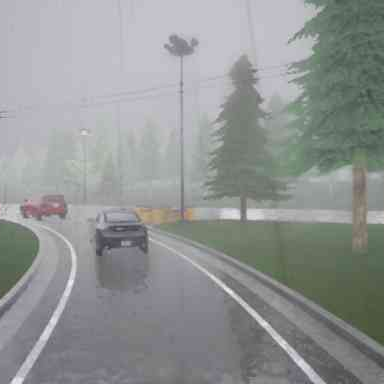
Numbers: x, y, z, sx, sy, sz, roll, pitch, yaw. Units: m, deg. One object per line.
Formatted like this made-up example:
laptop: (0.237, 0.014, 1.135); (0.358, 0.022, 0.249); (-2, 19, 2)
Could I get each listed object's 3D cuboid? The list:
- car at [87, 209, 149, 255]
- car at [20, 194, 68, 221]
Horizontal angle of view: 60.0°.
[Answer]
car: (-3.014, 1.457, 13.282); (1.837, 1.490, 4.892); (0, 0, -20)
car: (-12.065, 1.164, 26.998); (2.150, 2.045, 5.566); (0, 0, -43)
